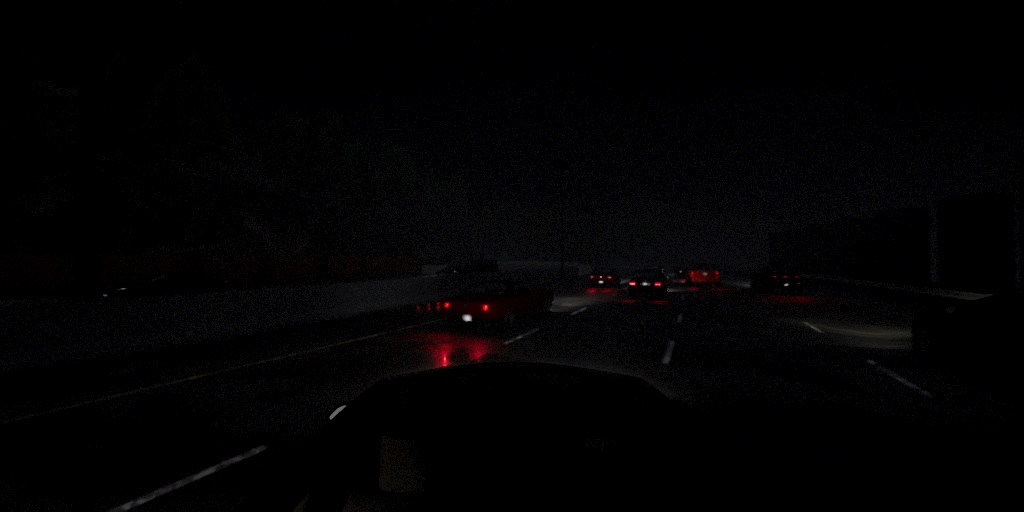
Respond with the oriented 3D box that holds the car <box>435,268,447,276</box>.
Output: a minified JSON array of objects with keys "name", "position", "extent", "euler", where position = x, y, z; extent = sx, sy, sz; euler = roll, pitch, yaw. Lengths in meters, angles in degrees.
[{"name":"car","position":[-5.466,1.600,34.340],"extent":[2.128,1.511,4.902],"euler":[0,-1,22]}]

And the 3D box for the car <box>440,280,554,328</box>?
[{"name":"car","position":[-0.218,1.459,11.982],"extent":[1.895,1.301,4.718],"euler":[0,-1,27]}]

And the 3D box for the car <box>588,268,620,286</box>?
[{"name":"car","position":[7.345,1.607,28.127],"extent":[1.895,1.301,4.718],"euler":[0,-1,23]}]

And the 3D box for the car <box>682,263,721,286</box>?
[{"name":"car","position":[14.720,1.334,27.821],"extent":[2.097,1.767,4.553],"euler":[0,-1,22]}]

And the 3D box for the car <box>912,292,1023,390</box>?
[{"name":"car","position":[8.047,1.240,5.133],"extent":[1.882,1.535,5.008],"euler":[0,-1,28]}]

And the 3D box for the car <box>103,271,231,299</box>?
[{"name":"car","position":[-17.035,1.497,18.030],"extent":[1.812,1.442,4.674],"euler":[0,-1,27]}]

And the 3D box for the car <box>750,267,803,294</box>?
[{"name":"car","position":[16.142,1.408,22.053],"extent":[2.128,1.511,4.902],"euler":[0,-1,23]}]

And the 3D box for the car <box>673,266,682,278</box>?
[{"name":"car","position":[18.970,1.693,39.456],"extent":[1.895,1.301,4.718],"euler":[0,-1,18]}]

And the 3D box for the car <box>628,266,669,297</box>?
[{"name":"car","position":[7.713,1.469,20.225],"extent":[2.033,1.411,5.357],"euler":[0,-1,25]}]

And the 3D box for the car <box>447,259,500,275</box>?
[{"name":"car","position":[-2.963,1.290,31.226],"extent":[2.150,2.045,5.566],"euler":[0,-1,23]}]
